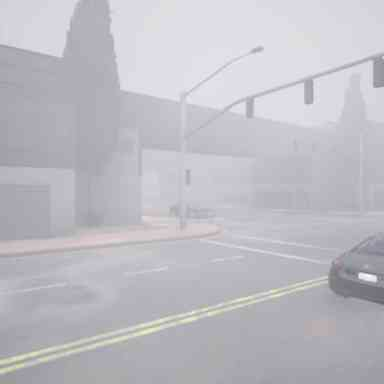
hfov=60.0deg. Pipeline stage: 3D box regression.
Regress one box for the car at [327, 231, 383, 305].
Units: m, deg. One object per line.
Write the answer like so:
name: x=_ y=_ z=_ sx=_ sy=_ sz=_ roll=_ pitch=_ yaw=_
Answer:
car: x=4.894 y=1.563 z=7.390 sx=4.181 sy=1.385 sz=1.994 roll=0 pitch=0 yaw=-36

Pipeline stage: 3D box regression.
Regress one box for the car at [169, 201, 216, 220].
car: x=-0.033 y=1.545 z=27.984 sx=2.128 sy=1.511 sz=4.902 roll=0 pitch=1 yaw=-37
